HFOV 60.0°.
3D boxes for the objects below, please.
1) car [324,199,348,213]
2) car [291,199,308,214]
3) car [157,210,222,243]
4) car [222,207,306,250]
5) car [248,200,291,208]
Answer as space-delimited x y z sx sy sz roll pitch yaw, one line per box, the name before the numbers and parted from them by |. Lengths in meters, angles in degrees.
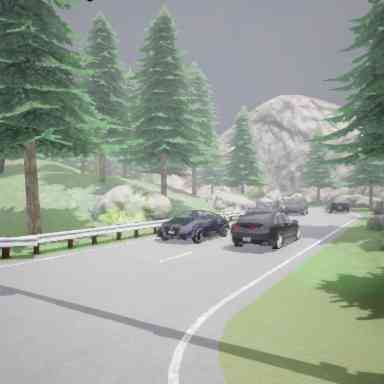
car | 16.467 1.552 38.011 1.882 1.535 5.008 2 0 14
car | 10.550 1.525 33.495 1.837 1.490 4.892 0 0 25
car | 0.153 1.573 16.222 1.994 1.385 4.181 0 0 32
car | 3.344 1.588 14.539 1.837 1.490 4.892 0 -1 32
car | 5.391 1.506 24.675 2.128 1.511 4.902 0 0 32
